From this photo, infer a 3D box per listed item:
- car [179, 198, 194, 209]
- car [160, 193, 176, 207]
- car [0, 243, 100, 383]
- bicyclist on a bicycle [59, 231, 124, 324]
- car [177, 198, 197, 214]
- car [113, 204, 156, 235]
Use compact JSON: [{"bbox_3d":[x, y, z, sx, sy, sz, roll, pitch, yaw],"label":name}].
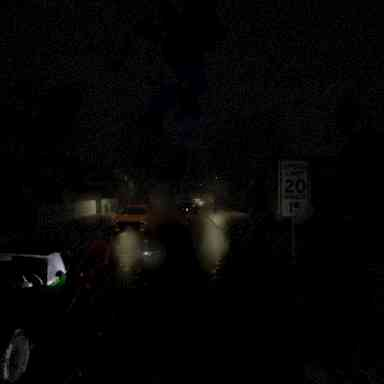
[{"bbox_3d":[-0.717,1.520,46.248,2.033,1.411,5.357,0,0,0],"label":"car"},{"bbox_3d":[-3.703,1.190,51.553,2.150,2.045,5.566,0,0,-1],"label":"car"},{"bbox_3d":[-2.963,1.599,5.356,1.895,1.301,4.718,0,0,-2],"label":"car"},{"bbox_3d":[-1.742,1.480,6.039,0.582,1.620,1.656,18,9,31],"label":"bicyclist on a bicycle"},{"bbox_3d":[-0.511,1.487,35.257,1.837,1.490,4.892,0,0,-1],"label":"car"},{"bbox_3d":[-3.143,1.471,18.833,1.882,1.535,5.008,0,0,-1],"label":"car"}]
